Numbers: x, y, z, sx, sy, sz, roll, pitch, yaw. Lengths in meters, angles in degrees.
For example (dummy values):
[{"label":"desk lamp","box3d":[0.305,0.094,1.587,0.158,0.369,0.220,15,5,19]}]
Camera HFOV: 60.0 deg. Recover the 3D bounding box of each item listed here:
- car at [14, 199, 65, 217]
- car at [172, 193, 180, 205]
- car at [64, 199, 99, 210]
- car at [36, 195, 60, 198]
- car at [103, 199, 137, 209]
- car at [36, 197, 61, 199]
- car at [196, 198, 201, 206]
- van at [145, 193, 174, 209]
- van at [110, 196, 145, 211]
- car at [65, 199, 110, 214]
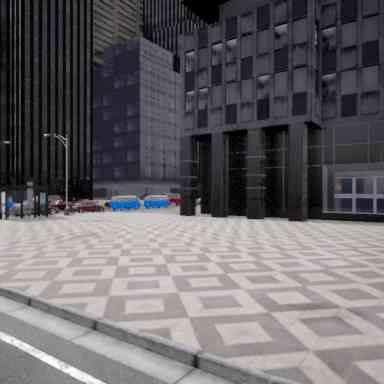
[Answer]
[{"label":"car","box3d":[-14.564,1.599,30.915,2.008,1.369,4.403,0,0,35]},{"label":"car","box3d":[-4.073,1.253,55.663,2.150,2.045,5.566,0,0,36]},{"label":"car","box3d":[-14.921,1.614,45.109,1.802,1.307,4.206,0,0,35]},{"label":"car","box3d":[-18.215,1.350,40.484,2.192,1.841,5.009,0,0,35]},{"label":"car","box3d":[-10.143,1.634,47.217,1.895,1.301,4.718,0,0,36]},{"label":"car","box3d":[-15.926,1.639,39.112,1.895,1.301,4.718,0,0,35]},{"label":"car","box3d":[1.904,1.620,54.038,1.802,1.307,4.206,0,0,35]},{"label":"van","box3d":[-4.683,1.381,44.789,1.690,1.788,3.998,0,0,35]},{"label":"van","box3d":[-7.976,1.383,40.165,1.690,1.788,3.998,0,0,35]},{"label":"car","box3d":[-11.270,1.627,35.540,1.802,1.307,4.206,0,0,35]}]
